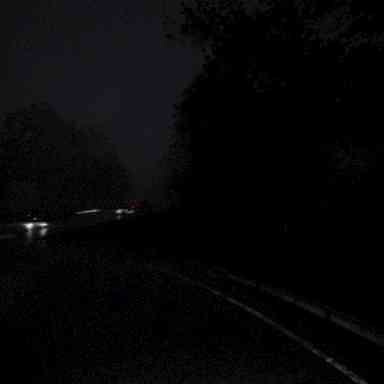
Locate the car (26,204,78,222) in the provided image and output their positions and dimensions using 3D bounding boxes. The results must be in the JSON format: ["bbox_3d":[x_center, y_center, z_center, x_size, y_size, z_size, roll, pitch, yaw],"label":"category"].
[{"bbox_3d":[-12.140,1.770,29.325,2.033,1.411,5.357,-1,0,10],"label":"car"}]

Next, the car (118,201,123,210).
[{"bbox_3d":[-8.974,1.689,47.364,1.812,1.442,4.674,-1,0,10],"label":"car"}]

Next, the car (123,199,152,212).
[{"bbox_3d":[-6.380,1.593,40.863,1.882,1.535,5.008,-1,0,10],"label":"car"}]
